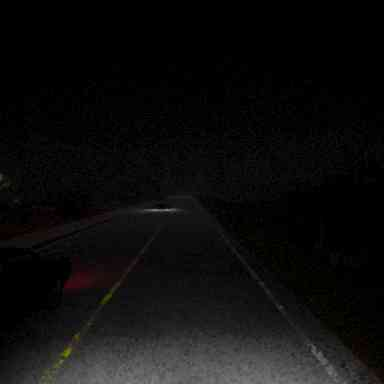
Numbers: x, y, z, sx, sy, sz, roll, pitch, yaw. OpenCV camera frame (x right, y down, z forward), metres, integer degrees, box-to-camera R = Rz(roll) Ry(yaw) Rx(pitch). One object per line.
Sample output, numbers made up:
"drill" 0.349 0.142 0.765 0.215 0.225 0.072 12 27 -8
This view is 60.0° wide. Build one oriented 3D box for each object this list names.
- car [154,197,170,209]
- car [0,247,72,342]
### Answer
"car" -4.058 1.488 45.574 1.882 1.535 5.008 -1 0 -1
"car" -3.539 1.640 5.095 1.895 1.301 4.718 -1 0 -1
